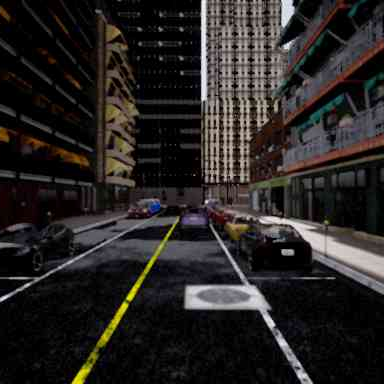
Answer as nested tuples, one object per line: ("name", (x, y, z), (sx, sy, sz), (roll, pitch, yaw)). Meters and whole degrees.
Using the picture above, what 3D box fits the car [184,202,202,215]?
("car", (0.144, 2.009, 41.241), (2.033, 1.411, 5.357), (0, -1, 0))

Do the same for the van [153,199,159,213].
("van", (-5.269, 1.782, 39.488), (1.690, 1.788, 3.998), (0, -1, 0))

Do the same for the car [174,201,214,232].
("car", (0.122, 1.665, 21.819), (2.033, 1.649, 4.856), (0, 0, 0))

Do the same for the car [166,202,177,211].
("car", (-2.712, 2.158, 49.074), (1.895, 1.301, 4.718), (0, -1, 0))

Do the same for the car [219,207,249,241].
("car", (2.587, 1.705, 16.897), (1.752, 1.417, 4.829), (0, -1, 0))

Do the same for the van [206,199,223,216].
("van", (2.612, 1.782, 39.485), (1.690, 1.788, 3.998), (0, -1, 0))

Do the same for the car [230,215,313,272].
("car", (2.581, 1.682, 11.036), (1.947, 1.339, 4.313), (0, -1, 0))

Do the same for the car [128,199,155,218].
("car", (-5.275, 1.812, 33.797), (1.967, 1.590, 4.097), (0, -1, 0))

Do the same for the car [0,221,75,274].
("car", (-5.299, 1.682, 11.038), (1.947, 1.339, 4.313), (0, -1, 0))

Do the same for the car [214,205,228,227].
("car", (2.593, 1.786, 22.414), (1.887, 1.381, 4.507), (0, -1, 0))

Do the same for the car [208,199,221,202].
("car", (2.605, 1.812, 33.794), (1.967, 1.590, 4.097), (0, -1, 0))

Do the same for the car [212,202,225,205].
("car", (2.599, 1.851, 28.104), (1.887, 1.381, 4.507), (0, -1, 0))
